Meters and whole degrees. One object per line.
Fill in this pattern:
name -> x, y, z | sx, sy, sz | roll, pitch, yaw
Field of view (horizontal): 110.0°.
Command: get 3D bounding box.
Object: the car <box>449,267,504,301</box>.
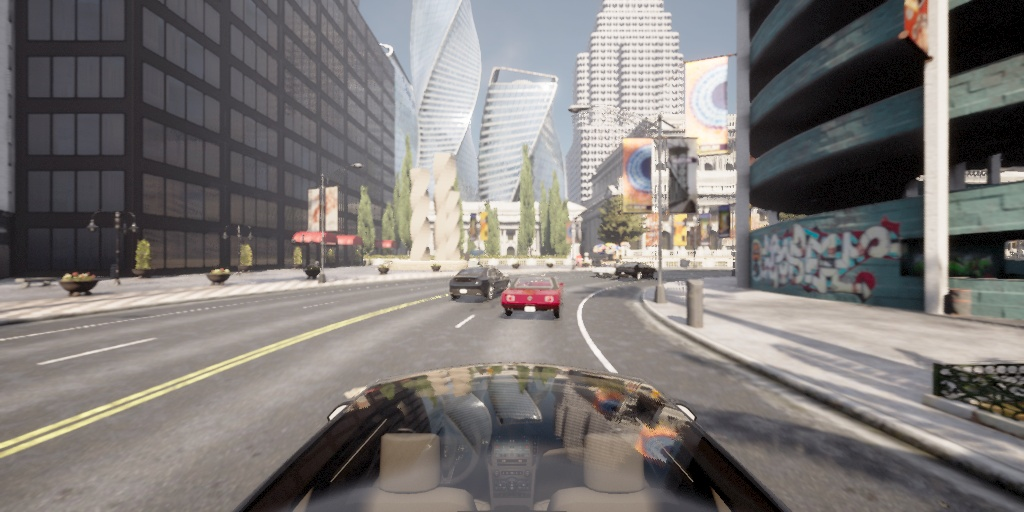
car -> -1.396, 1.269, 17.719 | 1.837, 1.490, 4.892 | -1, 0, 17

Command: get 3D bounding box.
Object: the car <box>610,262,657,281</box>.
car -> 10.769, 1.254, 30.893 | 1.882, 1.535, 5.008 | -1, 0, 45

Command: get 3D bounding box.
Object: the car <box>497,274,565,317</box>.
car -> 0.963, 1.361, 13.337 | 1.895, 1.301, 4.718 | 0, 0, 10

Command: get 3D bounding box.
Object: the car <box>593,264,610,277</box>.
car -> 10.018, 1.380, 34.966 | 4.718, 1.301, 1.895 | 0, 0, -41
